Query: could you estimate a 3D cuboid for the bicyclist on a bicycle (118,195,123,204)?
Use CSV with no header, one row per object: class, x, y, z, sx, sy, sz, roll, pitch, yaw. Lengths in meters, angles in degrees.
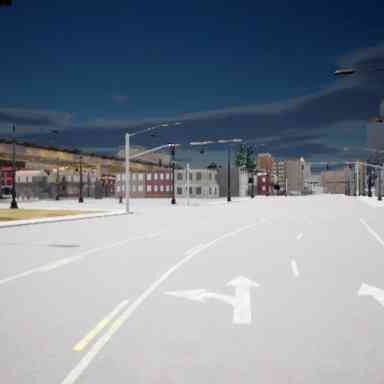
bicyclist on a bicycle,-12.534,1.278,58.241,0.582,1.620,1.656,0,0,22
